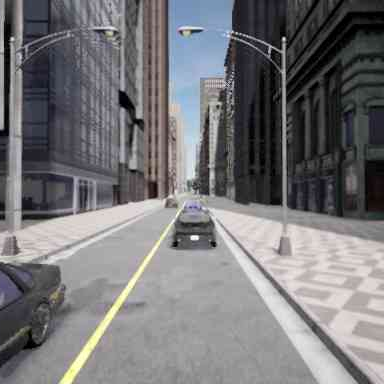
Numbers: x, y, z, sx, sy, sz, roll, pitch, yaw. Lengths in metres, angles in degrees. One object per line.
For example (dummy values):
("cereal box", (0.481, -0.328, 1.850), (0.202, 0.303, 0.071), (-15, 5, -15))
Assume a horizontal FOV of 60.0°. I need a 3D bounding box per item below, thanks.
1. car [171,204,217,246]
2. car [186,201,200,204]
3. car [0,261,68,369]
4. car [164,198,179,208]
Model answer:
("car", (0.106, 1.546, 15.441), (1.837, 1.490, 4.892), (0, 0, 0))
("car", (0.114, 1.679, 37.150), (1.895, 1.301, 4.718), (0, 0, 0))
("car", (-3.098, 1.559, 3.554), (2.033, 1.411, 5.357), (0, 0, 0))
("car", (-2.981, 1.637, 48.931), (1.837, 1.490, 4.892), (0, 0, 0))
